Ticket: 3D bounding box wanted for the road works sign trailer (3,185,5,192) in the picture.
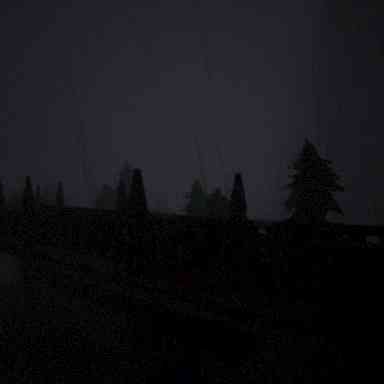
[{"bbox_3d":[-35.608,0.450,61.469,2.380,3.560,2.880,0,0,-2],"label":"road works sign trailer"}]
